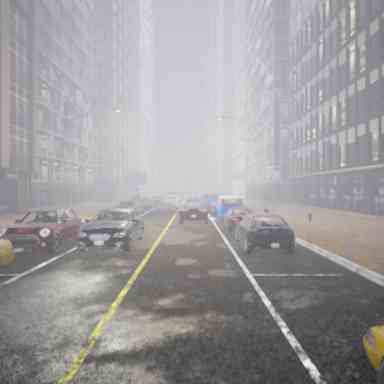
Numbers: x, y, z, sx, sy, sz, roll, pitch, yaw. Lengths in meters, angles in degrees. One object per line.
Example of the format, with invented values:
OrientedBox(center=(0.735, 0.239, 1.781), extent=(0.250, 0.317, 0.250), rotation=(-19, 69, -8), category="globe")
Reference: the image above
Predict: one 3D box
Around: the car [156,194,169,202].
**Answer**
OrientedBox(center=(-5.655, 1.127, 64.207), extent=(2.008, 1.369, 4.403), rotation=(0, 0, 0), category="car")

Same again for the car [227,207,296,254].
OrientedBox(center=(2.695, 1.475, 12.918), extent=(2.008, 1.369, 4.403), rotation=(0, 0, 0), category="car")

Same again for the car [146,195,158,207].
OrientedBox(center=(-5.668, 1.319, 41.415), extent=(1.802, 1.307, 4.206), rotation=(0, 0, 0), category="car")

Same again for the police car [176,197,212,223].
OrientedBox(center=(0.116, 1.363, 23.950), extent=(2.038, 1.542, 4.974), rotation=(0, 1, 0), category="police car")

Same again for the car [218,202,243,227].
OrientedBox(center=(2.699, 1.471, 18.615), extent=(1.802, 1.307, 4.206), rotation=(0, 0, 0), category="car")

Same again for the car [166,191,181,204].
OrientedBox(center=(-3.035, 0.869, 54.407), extent=(2.150, 2.045, 5.566), rotation=(0, 0, 0), category="car")

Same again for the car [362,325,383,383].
OrientedBox(center=(2.688, 1.515, 1.688), extent=(1.752, 1.417, 4.829), rotation=(0, 0, 0), category="car")

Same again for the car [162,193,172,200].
OrientedBox(center=(-5.648, 0.930, 75.603), extent=(1.967, 1.590, 4.097), rotation=(0, 0, 0), category="car")

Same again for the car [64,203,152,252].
OrientedBox(center=(-3.091, 1.412, 13.498), extent=(2.128, 1.511, 4.902), rotation=(0, 0, 0), category="car")

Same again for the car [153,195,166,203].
OrientedBox(center=(-5.658, 1.200, 58.510), extent=(1.802, 1.307, 4.206), rotation=(0, 0, 0), category="car")

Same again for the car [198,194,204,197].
OrientedBox(center=(0.124, 1.301, 41.475), extent=(1.994, 1.385, 4.181), rotation=(0, 0, 0), category="car")

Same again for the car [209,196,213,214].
OrientedBox(center=(2.706, 1.359, 30.011), extent=(1.887, 1.381, 4.507), rotation=(0, 0, 0), category="car")

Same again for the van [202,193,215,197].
OrientedBox(center=(2.715, 1.039, 47.104), extent=(1.690, 1.788, 3.998), rotation=(0, 0, 0), category="van")

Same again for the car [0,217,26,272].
OrientedBox(center=(-5.689, 1.485, 7.054), extent=(1.752, 1.417, 4.829), rotation=(0, 0, 0), category="car")

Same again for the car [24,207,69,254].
OrientedBox(center=(-5.686, 1.365, 12.924), extent=(1.967, 1.590, 4.097), rotation=(0, 0, 0), category="car")

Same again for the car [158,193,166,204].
OrientedBox(center=(-5.662, 1.203, 52.811), extent=(1.887, 1.381, 4.507), rotation=(0, 0, 0), category="car")

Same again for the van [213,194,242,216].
OrientedBox(center=(2.702, 1.193, 24.312), extent=(1.690, 1.788, 3.998), rotation=(0, 0, 0), category="van")

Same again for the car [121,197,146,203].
OrientedBox(center=(-5.675, 1.381, 30.018), extent=(1.947, 1.339, 4.313), rotation=(0, 0, 0), category="car")
